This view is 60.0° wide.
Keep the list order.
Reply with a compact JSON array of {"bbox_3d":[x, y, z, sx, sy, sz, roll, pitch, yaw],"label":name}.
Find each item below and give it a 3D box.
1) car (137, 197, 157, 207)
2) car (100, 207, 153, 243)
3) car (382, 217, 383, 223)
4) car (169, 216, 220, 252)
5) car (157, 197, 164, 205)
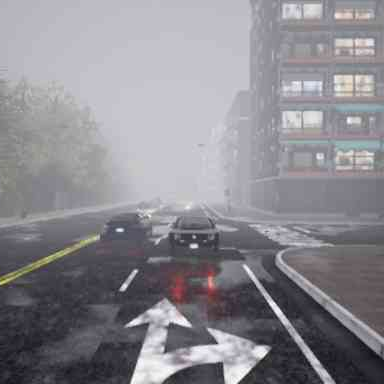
[{"bbox_3d":[-6.567,1.739,47.225,1.895,1.301,4.718,0,0,0],"label":"car"},{"bbox_3d":[-3.146,1.653,16.544,1.994,1.385,4.181,0,0,0],"label":"car"},{"bbox_3d":[16.311,1.929,24.541,4.206,1.307,1.802,1,-1,0],"label":"car"},{"bbox_3d":[0.091,1.688,14.167,1.895,1.301,4.718,0,-1,0],"label":"car"},{"bbox_3d":[-6.491,1.713,63.224,1.812,1.442,4.674,0,0,1],"label":"car"}]
